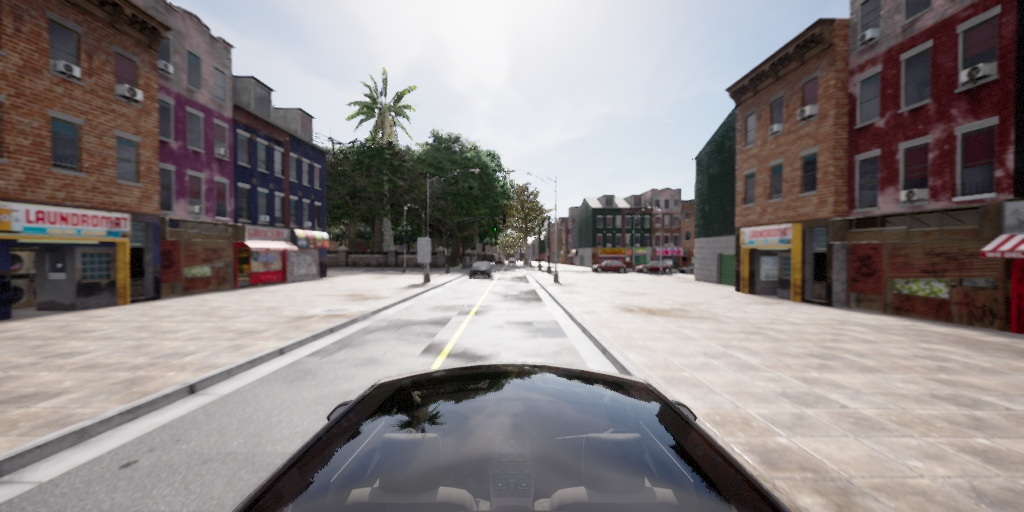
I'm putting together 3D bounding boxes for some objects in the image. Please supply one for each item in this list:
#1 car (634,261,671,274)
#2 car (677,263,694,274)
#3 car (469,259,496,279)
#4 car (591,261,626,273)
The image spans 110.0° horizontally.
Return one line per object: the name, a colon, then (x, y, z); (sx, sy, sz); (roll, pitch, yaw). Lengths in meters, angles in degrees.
car: (17.263, 1.343, 44.192); (4.097, 1.591, 1.967); (0, 0, 0)
car: (22.697, 1.532, 44.192); (4.313, 1.339, 1.948); (0, 0, 0)
car: (-2.768, 1.188, 32.754); (1.882, 1.535, 5.008); (0, 0, 0)
car: (11.829, 1.282, 44.193); (4.097, 1.591, 1.967); (0, 0, 0)
